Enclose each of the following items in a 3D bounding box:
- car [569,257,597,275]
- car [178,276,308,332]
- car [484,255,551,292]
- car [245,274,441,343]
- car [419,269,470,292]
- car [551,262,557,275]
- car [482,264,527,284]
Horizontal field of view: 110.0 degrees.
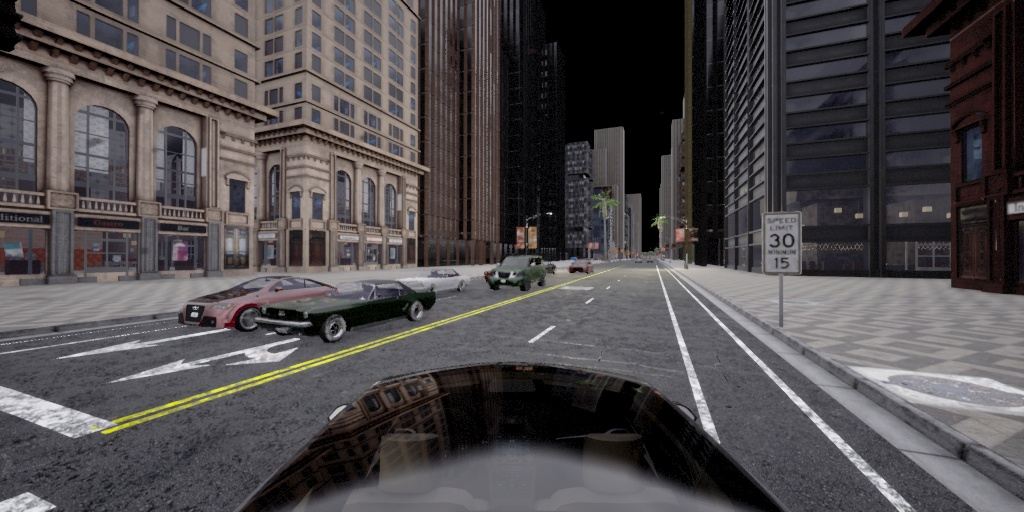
[{"bbox_3d":[7.817,1.127,40.369,2.097,1.767,4.553,0,0,22],"label":"car"},{"bbox_3d":[-7.352,1.315,10.985,1.994,1.385,4.181,0,0,22],"label":"car"},{"bbox_3d":[0.491,0.974,22.020,2.150,2.045,5.566,0,1,21],"label":"car"},{"bbox_3d":[-4.245,1.352,10.012,1.895,1.301,4.718,0,0,24],"label":"car"},{"bbox_3d":[-4.139,1.356,19.136,1.895,1.301,4.718,0,0,22],"label":"car"},{"bbox_3d":[3.305,1.250,37.879,1.882,1.535,5.008,0,0,22],"label":"car"},{"bbox_3d":[-0.479,1.363,28.401,1.895,1.301,4.718,0,0,22],"label":"car"}]
